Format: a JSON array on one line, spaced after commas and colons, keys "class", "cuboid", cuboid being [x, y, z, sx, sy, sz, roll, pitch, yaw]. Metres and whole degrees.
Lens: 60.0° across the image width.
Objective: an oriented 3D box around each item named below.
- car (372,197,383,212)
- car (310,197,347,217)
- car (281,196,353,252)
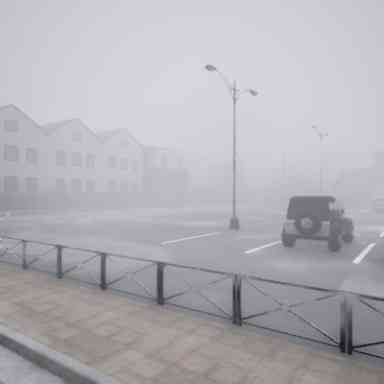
[{"class": "car", "cuboid": [19.110, 1.223, 32.865, 1.970, 1.475, 3.806, 0, 0, 35]}, {"class": "car", "cuboid": [12.056, 1.279, 29.212, 2.007, 1.523, 4.514, 0, 0, 35]}, {"class": "car", "cuboid": [4.749, 1.068, 12.489, 1.905, 1.878, 3.866, 0, 0, 35]}]
